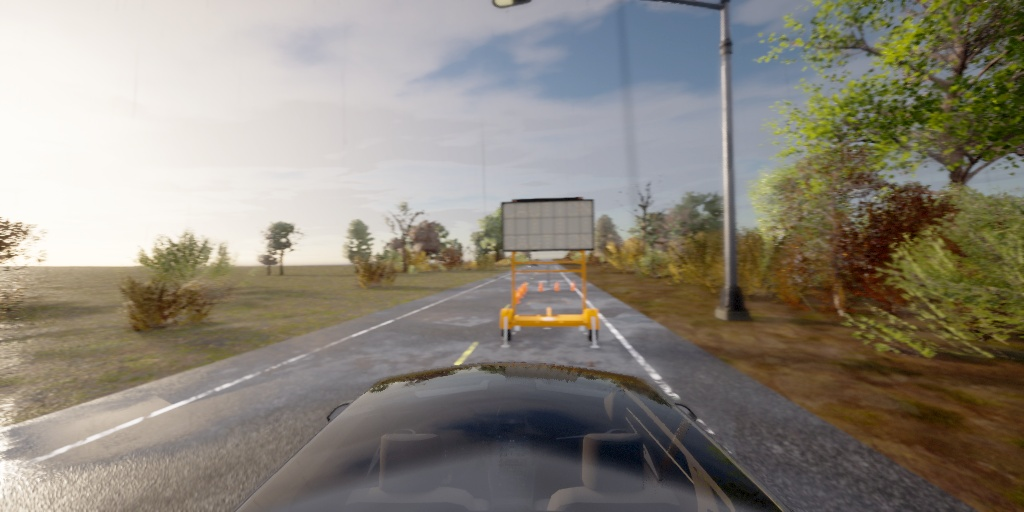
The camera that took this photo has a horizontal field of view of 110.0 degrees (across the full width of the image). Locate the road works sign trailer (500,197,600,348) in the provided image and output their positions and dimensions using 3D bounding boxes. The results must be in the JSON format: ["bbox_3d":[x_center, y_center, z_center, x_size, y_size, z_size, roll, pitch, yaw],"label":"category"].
[{"bbox_3d":[0.986,0.281,9.453,2.380,3.560,2.880,0,0,6],"label":"road works sign trailer"}]
